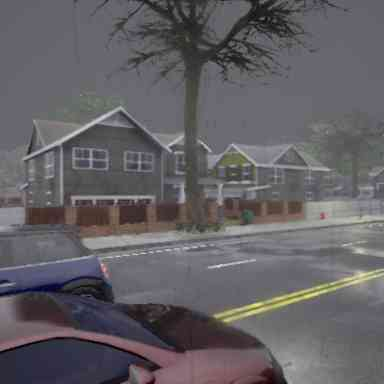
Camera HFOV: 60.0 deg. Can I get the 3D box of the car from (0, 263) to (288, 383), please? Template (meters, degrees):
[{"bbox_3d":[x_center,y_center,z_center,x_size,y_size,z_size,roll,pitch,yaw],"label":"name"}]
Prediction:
[{"bbox_3d":[-1.154,1.567,2.612,4.181,1.385,1.994,0,0,-36],"label":"car"}]

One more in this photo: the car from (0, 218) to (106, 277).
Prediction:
[{"bbox_3d":[-3.613,1.357,5.099,4.553,1.767,2.097,0,0,-36],"label":"car"}]
